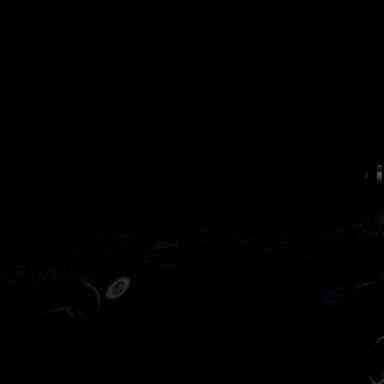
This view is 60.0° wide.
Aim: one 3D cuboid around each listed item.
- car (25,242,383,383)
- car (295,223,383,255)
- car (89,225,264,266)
[{"bbox_3d":[0.463,1.566,3.708,4.181,1.385,1.994,0,0,-36],"label":"car"},{"bbox_3d":[4.389,1.590,9.777,4.206,1.307,1.802,0,0,-36],"label":"car"},{"bbox_3d":[-0.170,1.443,6.524,4.097,1.590,1.967,0,0,-36],"label":"car"}]
